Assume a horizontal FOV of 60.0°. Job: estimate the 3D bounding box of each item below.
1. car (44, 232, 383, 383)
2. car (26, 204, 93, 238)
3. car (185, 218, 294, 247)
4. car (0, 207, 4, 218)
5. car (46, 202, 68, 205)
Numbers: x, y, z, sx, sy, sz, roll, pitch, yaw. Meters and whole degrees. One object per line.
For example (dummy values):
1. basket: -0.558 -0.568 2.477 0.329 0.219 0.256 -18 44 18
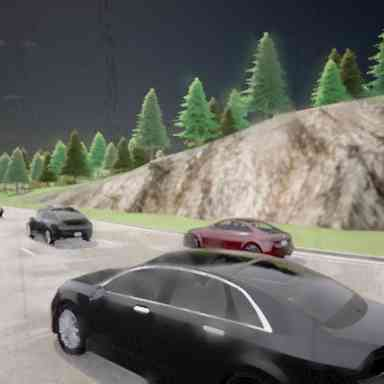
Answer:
1. car: 0.011 1.533 4.388 4.892 1.490 1.837 0 0 38
2. car: -6.464 1.565 16.029 1.837 1.490 4.892 0 0 -41
3. car: 1.613 1.648 12.376 4.181 1.385 1.994 0 0 44
4. car: -18.894 1.677 30.805 1.895 1.301 4.718 1 0 -40
5. car: -11.139 1.589 26.970 2.128 1.511 4.902 1 0 -40
